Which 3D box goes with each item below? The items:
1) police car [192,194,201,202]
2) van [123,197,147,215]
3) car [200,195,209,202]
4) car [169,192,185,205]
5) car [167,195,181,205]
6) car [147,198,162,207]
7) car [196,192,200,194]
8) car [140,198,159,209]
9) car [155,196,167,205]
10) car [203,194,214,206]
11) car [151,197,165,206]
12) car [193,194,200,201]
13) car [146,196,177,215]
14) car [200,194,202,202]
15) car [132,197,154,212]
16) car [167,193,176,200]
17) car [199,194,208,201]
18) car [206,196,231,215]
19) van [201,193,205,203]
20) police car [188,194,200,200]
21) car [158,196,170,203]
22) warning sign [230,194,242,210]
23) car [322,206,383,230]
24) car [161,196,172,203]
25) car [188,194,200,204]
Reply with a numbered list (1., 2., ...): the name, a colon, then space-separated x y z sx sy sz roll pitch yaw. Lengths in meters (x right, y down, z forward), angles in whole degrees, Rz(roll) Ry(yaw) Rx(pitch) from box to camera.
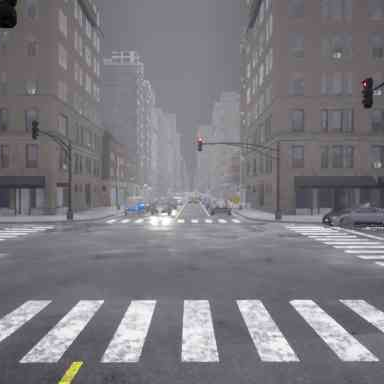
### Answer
1. police car: 1.081 1.427 79.520 1.930 1.638 5.238 0 0 -1
2. van: -5.741 1.345 33.453 1.690 1.788 3.998 0 0 0
3. car: 2.949 1.442 78.778 1.967 1.590 4.097 0 0 0
4. car: -2.875 1.230 57.737 2.150 2.045 5.566 0 0 0
5. car: -2.943 1.498 43.838 2.128 1.511 4.902 0 0 0
6. car: -5.679 1.589 50.458 1.802 1.307 4.206 0 0 0
7. car: 0.261 1.297 72.997 1.882 1.535 5.008 0 0 0
8. car: -5.699 1.572 44.789 1.947 1.339 4.313 0 0 0
9. car: -5.638 1.532 61.624 1.752 1.417 4.829 0 0 0
10. car: 2.826 1.446 44.762 1.967 1.590 4.097 0 0 0
11. car: -5.658 1.573 56.126 1.947 1.339 4.313 0 0 0
12. car: 1.108 1.454 89.615 1.801 1.575 5.366 0 0 0
13. car: -2.985 1.496 33.592 2.128 1.511 4.902 0 0 0
14. car: 2.888 1.531 61.940 1.752 1.417 4.829 0 0 0
15. car: -5.720 1.446 39.121 1.967 1.590 4.097 0 0 0
16. car: -5.535 1.313 90.135 2.192 1.841 5.009 0 0 0
17. car: 2.970 1.315 84.447 2.192 1.841 5.009 0 0 0
18. car: 2.785 1.444 33.424 1.967 1.590 4.097 0 0 0
19. van: 2.867 1.348 56.101 1.690 1.788 3.998 0 0 0
20. police car: 0.616 1.421 95.444 1.930 1.638 5.238 0 0 -16
21. car: -5.617 1.571 67.462 1.947 1.339 4.313 0 0 0
22. warning sign: 5.208 1.121 39.409 1.300 1.860 1.060 0 0 0
23. car: 10.404 1.574 20.745 4.181 1.385 1.994 0 0 0
24. car: -5.597 1.549 73.130 1.887 1.381 4.507 0 0 0
25. car: 0.225 1.607 63.023 1.895 1.301 4.718 0 0 0
